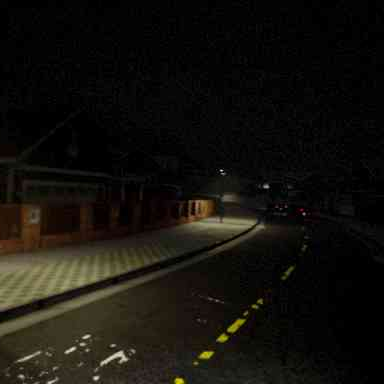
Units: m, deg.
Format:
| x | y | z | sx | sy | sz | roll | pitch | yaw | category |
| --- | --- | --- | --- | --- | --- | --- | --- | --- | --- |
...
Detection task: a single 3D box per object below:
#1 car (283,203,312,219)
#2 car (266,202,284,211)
| x | y | z | sx | sy | sz | roll | pitch | yaw | category |
| --- | --- | --- | --- | --- | --- | --- | --- | --- | --- |
| 11.484 | 1.955 | 35.662 | 1.837 | 1.490 | 4.892 | 3 | 1 | 6 | car |
| 11.973 | 2.026 | 47.143 | 1.895 | 1.301 | 4.718 | 3 | 0 | -2 | car |
